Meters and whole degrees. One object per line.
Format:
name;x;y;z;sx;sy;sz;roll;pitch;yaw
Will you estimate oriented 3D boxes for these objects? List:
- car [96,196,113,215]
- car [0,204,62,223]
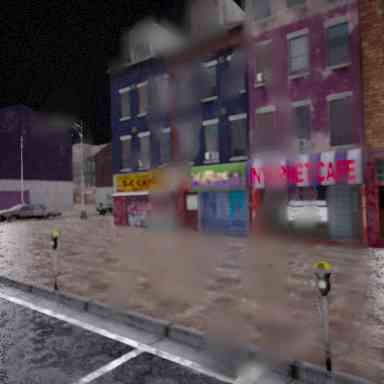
car;-7.584;1.331;35.578;2.150;2.045;5.566;-2;-1;36
car;-13.519;1.660;27.297;2.033;1.411;5.357;-3;-1;39
